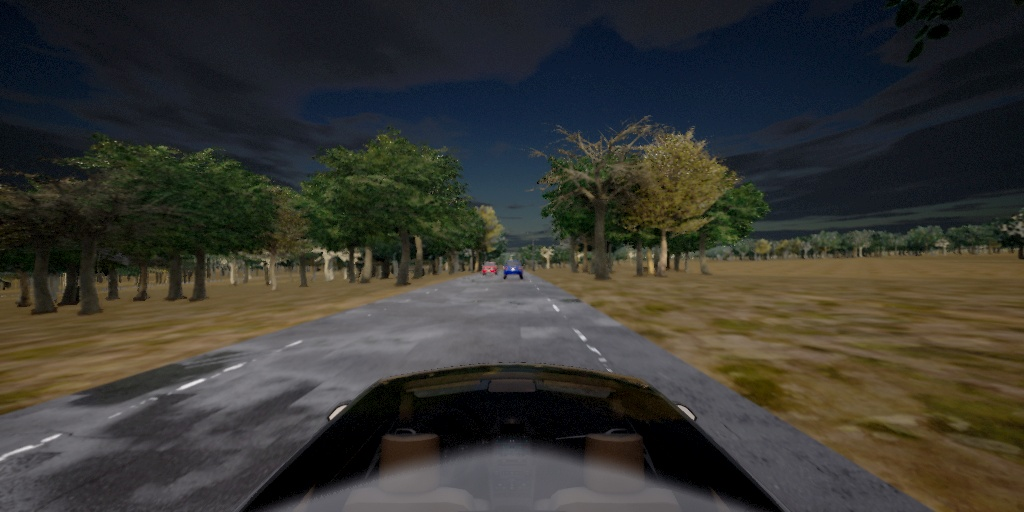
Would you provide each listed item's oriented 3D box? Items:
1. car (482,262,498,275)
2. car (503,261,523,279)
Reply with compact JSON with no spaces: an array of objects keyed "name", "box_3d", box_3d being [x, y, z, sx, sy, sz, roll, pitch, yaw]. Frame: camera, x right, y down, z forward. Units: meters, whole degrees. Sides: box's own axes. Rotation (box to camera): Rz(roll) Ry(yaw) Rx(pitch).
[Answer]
[{"name":"car","box_3d":[-3.471,1.977,56.805,2.150,2.045,5.566,-1,-2,1]},{"name":"car","box_3d":[0.141,1.563,41.879,2.150,2.045,5.566,-1,-1,0]}]
